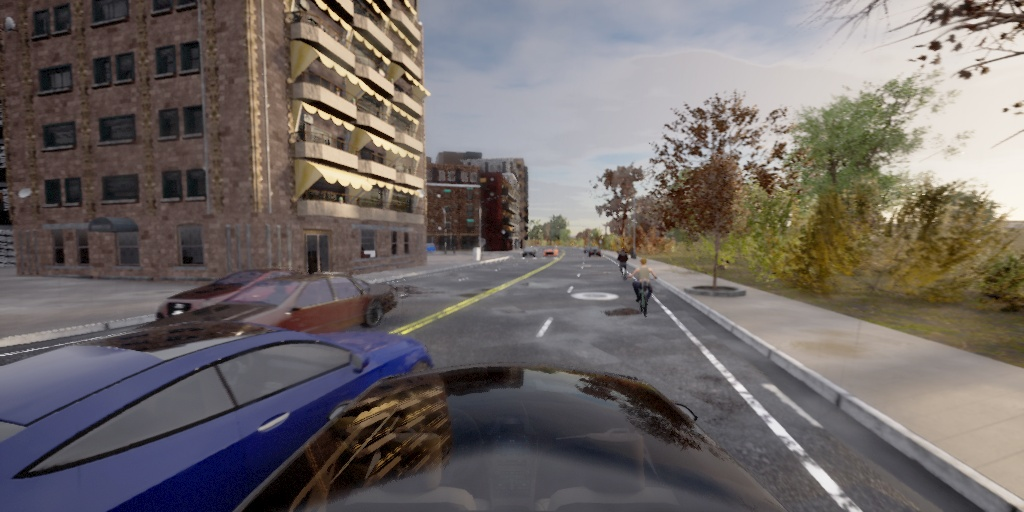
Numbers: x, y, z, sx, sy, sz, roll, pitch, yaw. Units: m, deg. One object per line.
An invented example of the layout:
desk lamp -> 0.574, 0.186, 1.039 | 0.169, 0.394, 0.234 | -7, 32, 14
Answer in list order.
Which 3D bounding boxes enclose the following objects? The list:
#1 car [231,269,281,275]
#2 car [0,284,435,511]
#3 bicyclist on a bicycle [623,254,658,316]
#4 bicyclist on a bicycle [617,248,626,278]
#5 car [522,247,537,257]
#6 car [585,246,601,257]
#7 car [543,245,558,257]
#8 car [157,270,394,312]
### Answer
car -> -7.310, 1.084, 10.317 | 1.994, 1.385, 4.181 | 0, 2, 14
car -> -2.332, 1.256, 2.849 | 1.812, 1.442, 4.674 | 0, 2, 15
bicyclist on a bicycle -> 3.809, 0.859, 10.424 | 0.866, 1.612, 1.509 | 0, 2, 14
bicyclist on a bicycle -> 6.006, 0.468, 19.448 | 0.659, 1.776, 1.843 | 0, 2, 13
car -> 2.770, -0.622, 55.674 | 1.882, 1.535, 5.008 | 0, 2, 8
car -> 12.721, -0.682, 55.419 | 1.837, 1.490, 4.892 | 0, 2, 10
car -> 5.961, -0.762, 55.027 | 2.097, 1.767, 4.553 | 0, 2, 11
car -> -4.594, 1.130, 7.800 | 2.033, 1.411, 5.357 | 0, 2, 15
